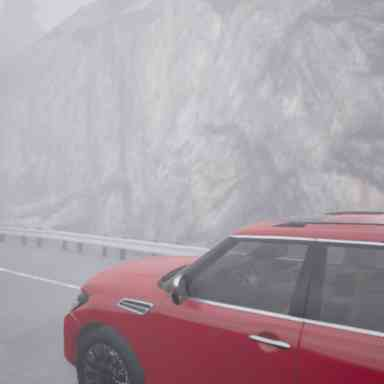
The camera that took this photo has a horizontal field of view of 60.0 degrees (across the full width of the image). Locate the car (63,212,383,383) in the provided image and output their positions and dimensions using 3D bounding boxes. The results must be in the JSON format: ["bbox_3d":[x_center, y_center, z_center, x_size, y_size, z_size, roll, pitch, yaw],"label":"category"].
[{"bbox_3d":[1.205,1.214,3.039,5.566,2.045,2.150,0,0,35],"label":"car"}]
